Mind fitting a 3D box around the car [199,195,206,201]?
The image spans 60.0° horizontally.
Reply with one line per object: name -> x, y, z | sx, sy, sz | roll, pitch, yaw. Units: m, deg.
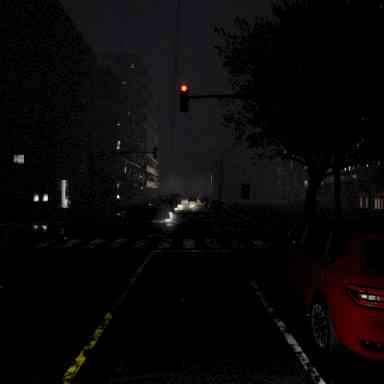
car -> 2.718, 1.621, 88.104 | 1.887, 1.381, 4.507 | 0, 0, 0

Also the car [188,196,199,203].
car -> 0.066, 1.650, 73.144 | 1.895, 1.301, 4.718 | 0, 0, 0

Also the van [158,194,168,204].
van -> -5.669, 1.384, 65.977 | 1.690, 1.788, 3.998 | 0, 0, 0

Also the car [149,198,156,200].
car -> -5.677, 1.563, 38.312 | 2.008, 1.369, 4.403 | 0, 0, 0

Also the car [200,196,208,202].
car -> 2.714, 1.584, 77.209 | 1.752, 1.417, 4.829 | 0, 0, 0

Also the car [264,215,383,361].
car -> 2.695, 1.315, 5.922 | 2.192, 1.841, 5.009 | 0, 0, 0

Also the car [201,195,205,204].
car -> 2.706, 1.548, 49.545 | 1.752, 1.417, 4.829 | 0, 0, 0

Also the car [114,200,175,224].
car -> -3.739, 1.569, 25.142 | 4.181, 1.385, 1.994 | 0, 0, -39

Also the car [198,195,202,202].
car -> 2.711, 1.625, 65.973 | 1.802, 1.307, 4.206 | 0, 0, 0

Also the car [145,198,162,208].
car -> -5.674, 1.573, 49.378 | 2.008, 1.369, 4.403 | 0, 0, 0

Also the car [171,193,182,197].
car -> -3.048, 1.257, 60.142 | 2.150, 2.045, 5.566 | 0, 0, 0

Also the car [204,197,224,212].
car -> 2.703, 1.557, 38.310 | 1.887, 1.381, 4.507 | 0, 0, 0

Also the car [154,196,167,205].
car -> -5.670, 1.476, 60.444 | 1.967, 1.590, 4.097 | 0, 0, 0

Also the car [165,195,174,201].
car -> -5.664, 1.507, 82.574 | 1.967, 1.590, 4.097 | 0, 0, 0

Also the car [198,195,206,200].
car -> 2.719, 1.638, 93.637 | 2.008, 1.369, 4.403 | 0, 0, 0

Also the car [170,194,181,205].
car -> -3.071, 1.500, 49.430 | 1.882, 1.535, 5.008 | 0, 0, 0

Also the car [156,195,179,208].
car -> -3.081, 1.505, 39.209 | 2.128, 1.511, 4.902 | 0, 0, 2
